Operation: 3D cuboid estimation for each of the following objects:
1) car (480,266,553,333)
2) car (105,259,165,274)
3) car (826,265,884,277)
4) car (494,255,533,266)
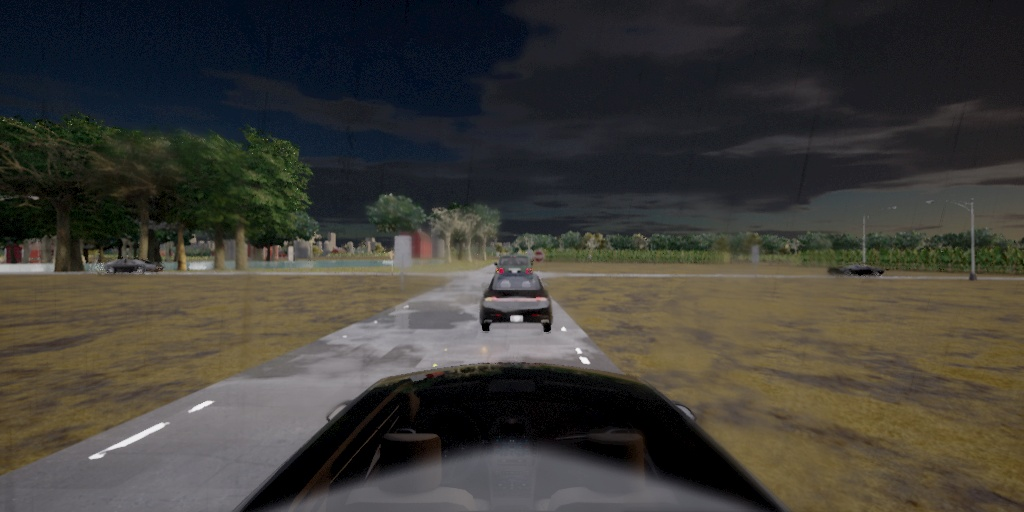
[{"bbox_3d":[0.116,1.229,10.725,2.128,1.511,4.902,0,0,0],"label":"car"},{"bbox_3d":[-38.191,1.050,36.339,4.892,1.490,1.837,0,-1,0],"label":"car"},{"bbox_3d":[37.409,1.597,39.141,4.718,1.301,1.895,1,-1,0],"label":"car"},{"bbox_3d":[0.109,0.941,21.321,2.150,2.045,5.566,0,0,-1],"label":"car"}]
